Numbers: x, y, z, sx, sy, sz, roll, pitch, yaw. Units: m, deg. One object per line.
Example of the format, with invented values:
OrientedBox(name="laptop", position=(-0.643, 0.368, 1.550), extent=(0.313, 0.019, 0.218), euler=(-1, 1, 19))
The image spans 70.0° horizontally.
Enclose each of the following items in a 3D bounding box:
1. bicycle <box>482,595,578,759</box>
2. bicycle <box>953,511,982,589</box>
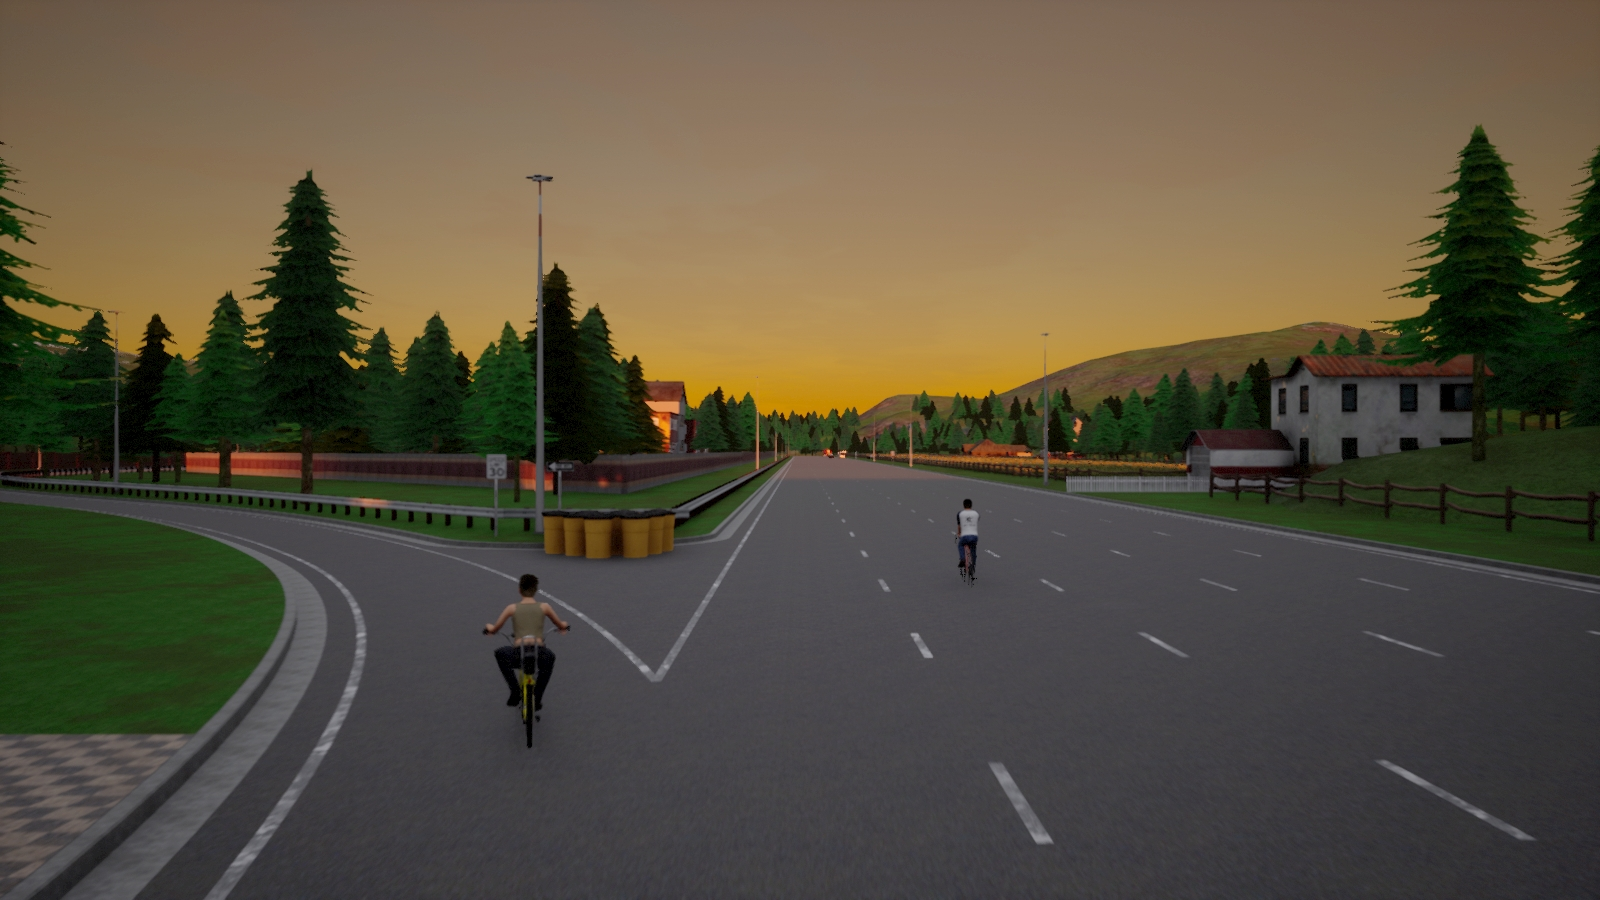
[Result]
OrientedBox(name="bicycle", position=(-2.669, 2.166, 11.200), extent=(0.859, 1.276, 1.487), euler=(0, 0, -15))
OrientedBox(name="bicycle", position=(3.499, 2.072, 23.932), extent=(0.373, 1.496, 1.643), euler=(0, 0, 0))
